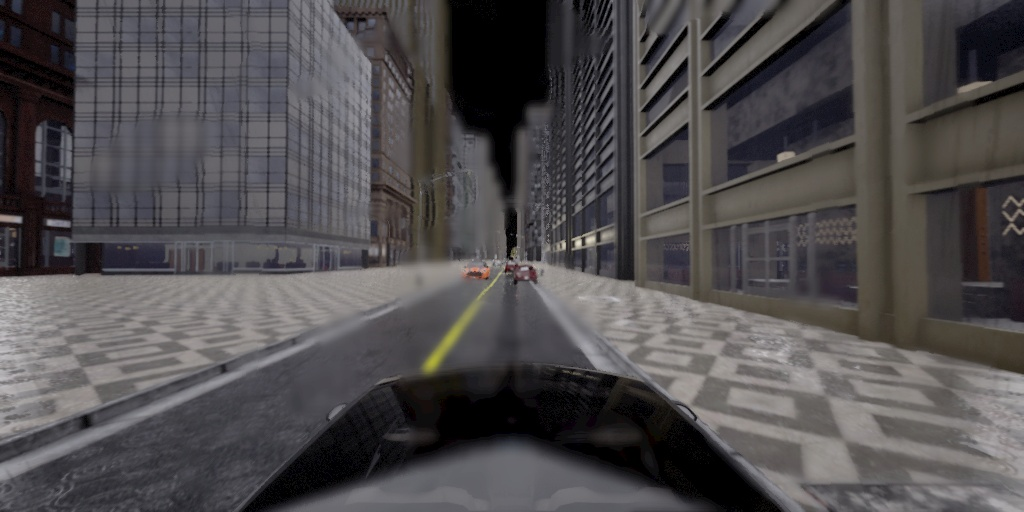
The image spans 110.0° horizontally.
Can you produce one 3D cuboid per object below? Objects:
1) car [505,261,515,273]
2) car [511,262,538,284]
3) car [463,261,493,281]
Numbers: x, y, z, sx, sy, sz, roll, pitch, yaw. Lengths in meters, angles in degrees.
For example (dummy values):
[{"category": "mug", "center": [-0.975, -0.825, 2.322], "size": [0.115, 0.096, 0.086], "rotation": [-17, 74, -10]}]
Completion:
[{"category": "car", "center": [0.023, 1.456, 48.071], "size": [1.882, 1.535, 5.008], "rotation": [0, 0, 1]}, {"category": "car", "center": [1.044, 1.405, 28.124], "size": [1.812, 1.442, 4.674], "rotation": [0, 0, 0]}, {"category": "car", "center": [-3.097, 1.251, 32.198], "size": [2.097, 1.767, 4.553], "rotation": [0, 0, 0]}]
